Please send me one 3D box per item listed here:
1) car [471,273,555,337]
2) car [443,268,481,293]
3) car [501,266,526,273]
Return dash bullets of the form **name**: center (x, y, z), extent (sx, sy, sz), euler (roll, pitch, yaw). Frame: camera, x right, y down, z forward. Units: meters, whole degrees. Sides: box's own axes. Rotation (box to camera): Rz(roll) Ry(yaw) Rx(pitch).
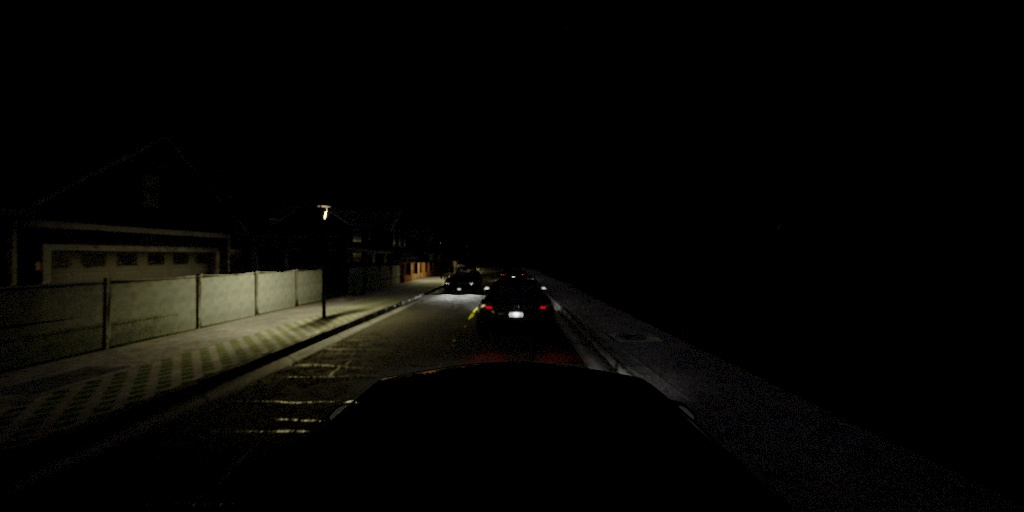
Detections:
- **car**: center (0.099, 1.367, 10.494), extent (1.994, 1.385, 4.181), euler (0, 0, 0)
- **car**: center (-2.854, 1.419, 22.035), extent (2.033, 1.411, 5.357), euler (0, 0, 0)
- **car**: center (0.095, 1.465, 27.082), extent (1.994, 1.385, 4.181), euler (0, 0, 0)
